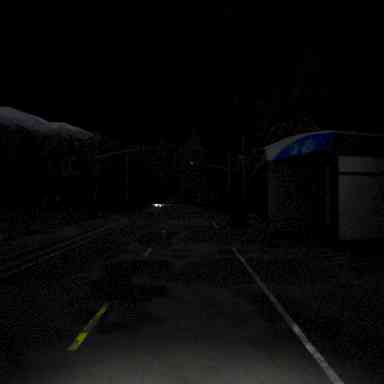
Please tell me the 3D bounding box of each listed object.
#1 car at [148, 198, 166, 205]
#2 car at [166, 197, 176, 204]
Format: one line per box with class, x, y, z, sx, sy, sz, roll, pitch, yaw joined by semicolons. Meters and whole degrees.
car;-8.295;2.302;78.896;1.994;1.385;4.181;0;-1;-20
car;-5.554;2.126;81.401;2.097;1.767;4.553;0;-1;-25
